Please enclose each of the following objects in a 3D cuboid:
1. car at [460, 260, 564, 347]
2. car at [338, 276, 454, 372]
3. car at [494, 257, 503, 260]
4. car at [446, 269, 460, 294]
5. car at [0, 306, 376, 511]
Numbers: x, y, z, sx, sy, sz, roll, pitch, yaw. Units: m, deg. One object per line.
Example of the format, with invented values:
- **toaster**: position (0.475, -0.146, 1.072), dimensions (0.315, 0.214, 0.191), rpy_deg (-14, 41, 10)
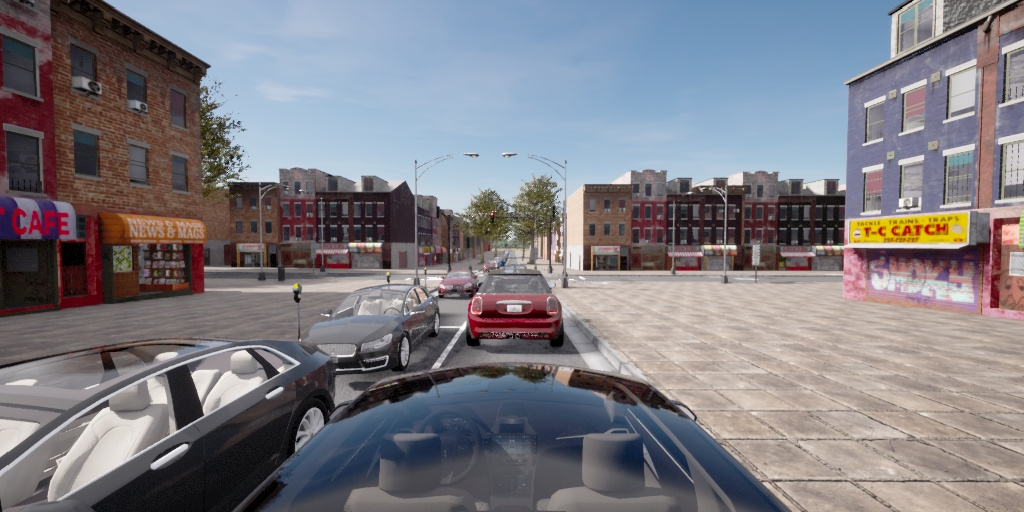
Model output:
- **car**: position (0.111, 1.100, 9.512), dimensions (2.097, 1.767, 4.553), rpy_deg (0, 0, 2)
- **car**: position (-2.630, 1.298, 7.469), dimensions (2.007, 1.370, 4.403), rpy_deg (0, 0, 0)
- **car**: position (-2.565, 1.236, 45.138), dimensions (1.967, 1.591, 4.097), rpy_deg (0, 0, 0)
- **car**: position (-2.612, 1.333, 18.363), dimensions (1.802, 1.307, 4.207), rpy_deg (0, 0, 0)
- **car**: position (-2.640, 1.300, 2.020), dimensions (2.007, 1.370, 4.403), rpy_deg (0, 0, 0)
